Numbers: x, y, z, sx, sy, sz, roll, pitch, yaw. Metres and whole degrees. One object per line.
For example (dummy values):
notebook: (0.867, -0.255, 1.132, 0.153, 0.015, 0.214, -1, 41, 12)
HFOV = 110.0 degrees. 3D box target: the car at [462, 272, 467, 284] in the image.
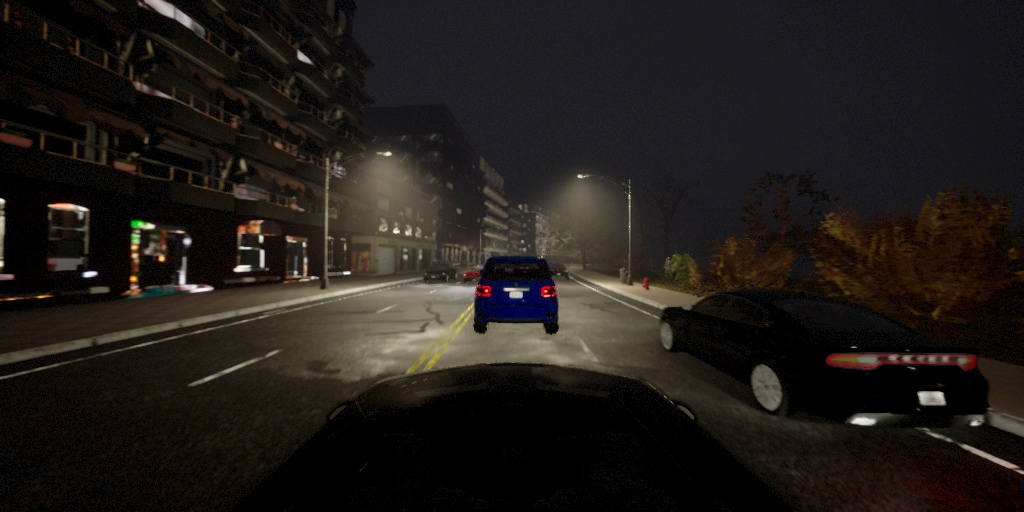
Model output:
car: (-2.641, 1.476, 28.466, 1.895, 1.301, 4.718, 0, 0, 3)

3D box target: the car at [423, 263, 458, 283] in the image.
car: (-5.815, 1.334, 29.659, 1.882, 1.535, 5.008, 0, 0, 4)

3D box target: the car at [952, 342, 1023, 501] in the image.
car: (4.238, 1.259, 0.153, 1.882, 1.535, 5.008, 1, 0, -1)

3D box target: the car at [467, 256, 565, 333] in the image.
car: (0.144, 1.018, 11.081, 2.150, 2.045, 5.566, 0, 0, 1)

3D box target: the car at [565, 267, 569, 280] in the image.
car: (4.454, 1.503, 34.831, 1.812, 1.442, 4.674, 0, 0, 4)

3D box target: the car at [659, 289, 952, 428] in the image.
car: (4.219, 1.286, 6.071, 1.882, 1.535, 5.008, 1, 0, 0)
